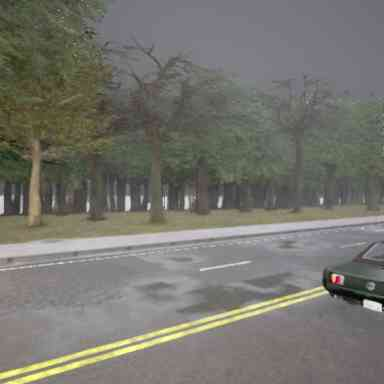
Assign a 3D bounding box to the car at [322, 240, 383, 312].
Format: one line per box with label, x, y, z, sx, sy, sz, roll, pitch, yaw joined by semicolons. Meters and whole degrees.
car;4.868;1.644;6.908;4.718;1.301;1.895;0;0;-35
